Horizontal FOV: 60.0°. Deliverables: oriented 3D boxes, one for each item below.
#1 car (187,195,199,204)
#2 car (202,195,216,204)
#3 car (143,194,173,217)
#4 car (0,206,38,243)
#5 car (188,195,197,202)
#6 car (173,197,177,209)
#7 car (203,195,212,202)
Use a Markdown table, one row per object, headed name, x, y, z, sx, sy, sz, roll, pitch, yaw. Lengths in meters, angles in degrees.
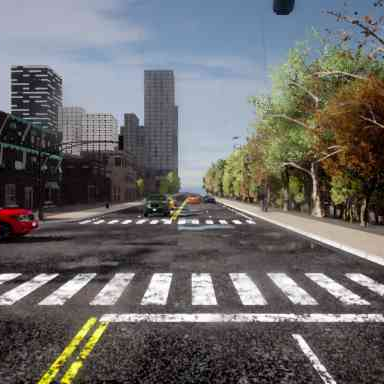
| name | x | y | z | sx | sy | sz | roll | pitch | yaw |
| --- | --- | --- | --- | --- | --- | --- | --- | --- | --- |
| car | 0.195 | 1.328 | 63.022 | 2.097 | 1.767 | 4.553 | 0 | 0 | 0 |
| car | 3.450 | 1.540 | 63.153 | 1.994 | 1.385 | 4.181 | 0 | 0 | 0 |
| car | -3.293 | 1.212 | 32.085 | 2.150 | 2.045 | 5.566 | 0 | 0 | 0 |
| car | -10.243 | 1.270 | 15.397 | 5.566 | 2.045 | 2.150 | -2 | 1 | -8 |
| car | 0.126 | 1.449 | 72.843 | 1.882 | 1.535 | 5.008 | 0 | 0 | 0 |
| car | -3.272 | 1.463 | 42.267 | 1.882 | 1.535 | 5.008 | 0 | 0 | 0 |
| car | 3.364 | 1.471 | 73.109 | 1.837 | 1.490 | 4.892 | 0 | 0 | 0 |
